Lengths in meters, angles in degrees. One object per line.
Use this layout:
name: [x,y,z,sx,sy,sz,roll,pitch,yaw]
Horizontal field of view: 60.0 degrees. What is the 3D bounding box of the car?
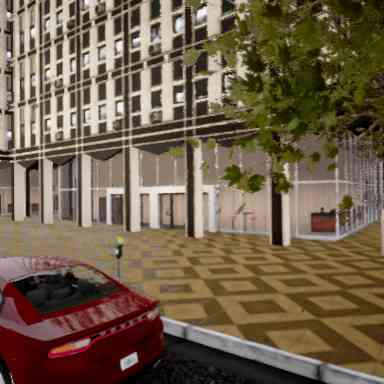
car: [-2.444,1.564,4.629,4.507,1.381,1.887,0,-1,36]
